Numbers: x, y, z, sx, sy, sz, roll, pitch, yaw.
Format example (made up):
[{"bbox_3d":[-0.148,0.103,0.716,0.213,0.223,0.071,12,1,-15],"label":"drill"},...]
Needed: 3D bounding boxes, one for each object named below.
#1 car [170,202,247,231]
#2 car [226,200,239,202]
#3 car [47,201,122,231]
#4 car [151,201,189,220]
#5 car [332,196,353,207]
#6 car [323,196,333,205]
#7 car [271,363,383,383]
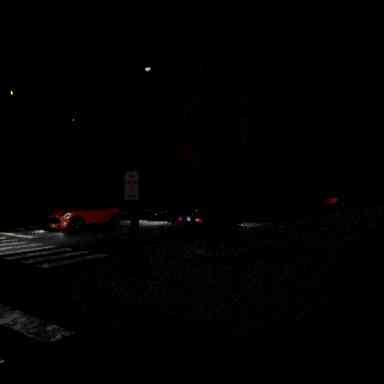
[{"bbox_3d":[1.268,1.582,20.626,2.033,1.411,5.357,0,0,35],"label":"car"},{"bbox_3d":[4.342,1.618,36.553,1.994,1.385,4.181,0,0,36],"label":"car"},{"bbox_3d":[-6.688,1.370,20.987,2.097,1.767,4.553,0,0,35],"label":"car"},{"bbox_3d":[-1.456,1.539,28.375,1.837,1.490,4.892,0,0,35],"label":"car"},{"bbox_3d":[24.382,1.632,53.276,1.837,1.490,4.892,0,0,35],"label":"car"},{"bbox_3d":[25.236,1.494,60.108,2.097,1.767,4.553,0,0,35],"label":"car"},{"bbox_3d":[2.222,1.551,1.258,4.403,1.369,2.008,0,0,36],"label":"car"}]
